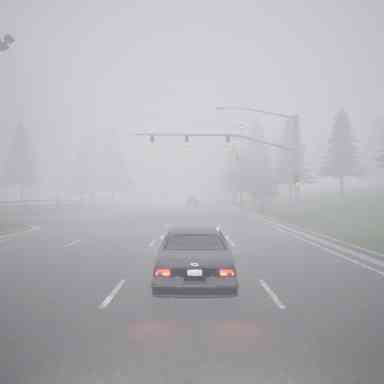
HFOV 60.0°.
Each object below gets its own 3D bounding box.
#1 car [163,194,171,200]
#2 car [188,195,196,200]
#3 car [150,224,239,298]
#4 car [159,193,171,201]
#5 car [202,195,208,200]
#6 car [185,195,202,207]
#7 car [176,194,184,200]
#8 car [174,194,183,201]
[{"bbox_3d":[-6.954,1.385,93.799,1.994,1.385,4.181,0,0,0],"label":"car"},{"bbox_3d":[0.046,1.540,94.209,2.033,1.411,5.357,0,0,0],"label":"car"},{"bbox_3d":[0.070,1.547,8.694,2.033,1.411,5.357,0,0,0],"label":"car"},{"bbox_3d":[-6.959,1.217,83.409,2.150,2.045,5.566,0,0,0],"label":"car"},{"bbox_3d":[3.546,1.500,94.208,1.837,1.490,4.892,0,0,0],"label":"car"},{"bbox_3d":[0.023,1.352,52.733,2.097,1.767,4.553,0,0,0],"label":"car"},{"bbox_3d":[-3.454,1.357,93.798,2.128,1.511,4.902,0,0,0],"label":"car"},{"bbox_3d":[-3.459,1.516,83.794,1.812,1.442,4.674,0,0,0],"label":"car"}]
